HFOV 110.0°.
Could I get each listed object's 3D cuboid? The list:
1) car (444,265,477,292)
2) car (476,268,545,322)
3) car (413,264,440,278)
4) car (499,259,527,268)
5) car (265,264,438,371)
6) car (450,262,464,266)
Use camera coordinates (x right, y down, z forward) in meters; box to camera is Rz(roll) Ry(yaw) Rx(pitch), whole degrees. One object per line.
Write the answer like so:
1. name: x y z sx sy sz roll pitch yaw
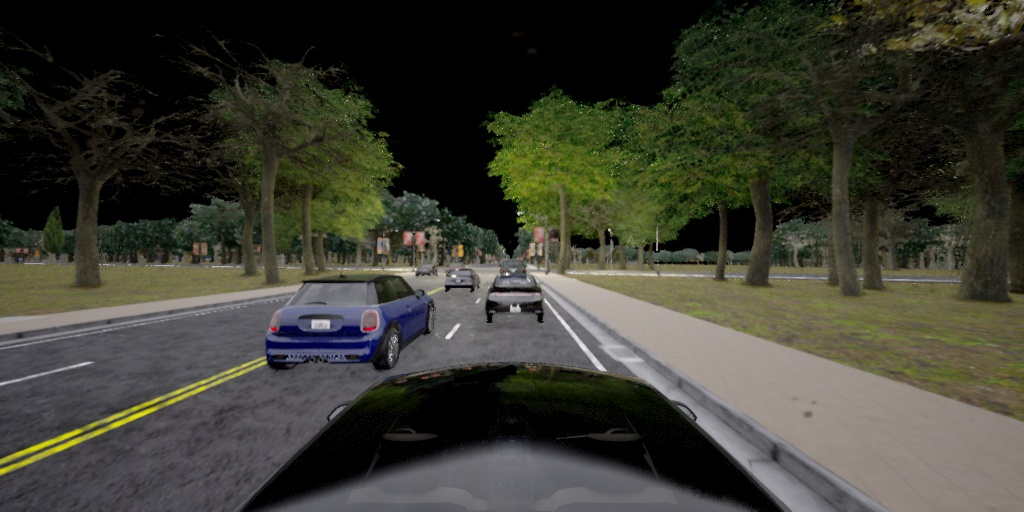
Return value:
1. car: -3.157 1.539 23.524 2.033 1.411 5.357 0 -1 0
2. car: 0.097 1.361 12.812 2.128 1.511 4.902 0 -1 0
3. car: -9.834 1.715 41.629 1.837 1.490 4.892 0 -1 0
4. car: 0.088 1.285 29.638 2.150 2.045 5.566 0 -1 0
5. car: -3.152 1.170 8.035 2.097 1.767 4.553 0 -1 0
6. car: -6.579 1.570 42.511 2.097 1.767 4.553 0 -1 0
